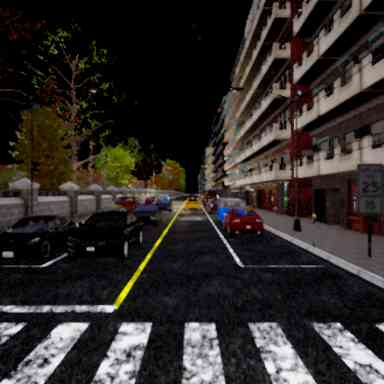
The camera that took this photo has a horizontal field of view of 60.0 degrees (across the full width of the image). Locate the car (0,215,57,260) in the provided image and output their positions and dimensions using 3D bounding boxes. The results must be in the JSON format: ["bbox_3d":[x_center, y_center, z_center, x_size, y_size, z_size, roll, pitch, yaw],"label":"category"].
[{"bbox_3d":[-5.687,1.559,12.471,1.947,1.339,4.313,0,0,0],"label":"car"}]

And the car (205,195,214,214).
[{"bbox_3d":[2.695,1.433,34.991,1.967,1.590,4.097,0,0,0],"label":"car"}]

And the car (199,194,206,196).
[{"bbox_3d":[2.696,1.317,51.882,2.192,1.841,5.009,0,0,0],"label":"car"}]

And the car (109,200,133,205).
[{"bbox_3d":[-5.686,1.516,23.562,1.752,1.417,4.829,0,0,0],"label":"car"}]

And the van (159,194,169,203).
[{"bbox_3d":[-5.684,1.359,68.772,1.690,1.788,3.998,0,0,0],"label":"van"}]

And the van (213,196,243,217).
[{"bbox_3d":[2.695,1.332,23.731,1.690,1.788,3.998,0,0,0],"label":"van"}]

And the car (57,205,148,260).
[{"bbox_3d":[-3.090,1.471,12.668,1.882,1.535,5.008,0,0,0],"label":"car"}]

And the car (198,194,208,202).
[{"bbox_3d":[2.697,1.351,80.032,2.192,1.841,5.009,0,0,0],"label":"car"}]

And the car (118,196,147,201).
[{"bbox_3d":[-5.686,1.307,29.362,2.192,1.841,5.009,0,0,0],"label":"car"}]

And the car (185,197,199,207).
[{"bbox_3d":[0.005,1.566,52.432,1.994,1.385,4.181,0,0,0],"label":"car"}]

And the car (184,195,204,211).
[{"bbox_3d":[0.101,1.473,39.727,1.882,1.535,5.008,0,0,0],"label":"car"}]

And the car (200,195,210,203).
[{"bbox_3d":[2.696,1.458,68.771,1.967,1.590,4.097,0,0,0],"label":"car"}]

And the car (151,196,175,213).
[{"bbox_3d":[-3.059,1.541,37.143,2.033,1.411,5.357,0,0,0],"label":"car"}]

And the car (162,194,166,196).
[{"bbox_3d":[-5.684,1.441,51.882,1.967,1.590,4.097,0,0,0],"label":"car"}]

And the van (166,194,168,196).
[{"bbox_3d":[-5.685,1.352,63.143,1.690,1.788,3.998,0,0,0],"label":"van"}]

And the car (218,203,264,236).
[{"bbox_3d":[2.694,1.537,18.100,1.887,1.381,4.507,0,0,0],"label":"car"}]

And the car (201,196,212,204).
[{"bbox_3d":[2.695,1.556,63.142,1.887,1.381,4.507,0,0,0],"label":"car"}]

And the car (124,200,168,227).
[{"bbox_3d":[-3.080,1.539,23.245,2.033,1.411,5.357,0,0,0],"label":"car"}]

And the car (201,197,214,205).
[{"bbox_3d":[2.695,1.556,57.512,2.008,1.369,4.403,0,0,0],"label":"car"}]

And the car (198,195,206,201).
[{"bbox_3d":[2.697,1.497,91.292,1.967,1.590,4.097,0,0,0],"label":"car"}]

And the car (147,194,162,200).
[{"bbox_3d":[-5.685,1.438,46.253,1.967,1.590,4.097,0,0,0],"label":"car"}]

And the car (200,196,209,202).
[{"bbox_3d":[2.696,1.608,74.402,1.802,1.307,4.206,0,0,0],"label":"car"}]

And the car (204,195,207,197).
[{"bbox_3d":[2.695,1.543,46.251,1.887,1.381,4.507,0,0,0],"label":"car"}]
